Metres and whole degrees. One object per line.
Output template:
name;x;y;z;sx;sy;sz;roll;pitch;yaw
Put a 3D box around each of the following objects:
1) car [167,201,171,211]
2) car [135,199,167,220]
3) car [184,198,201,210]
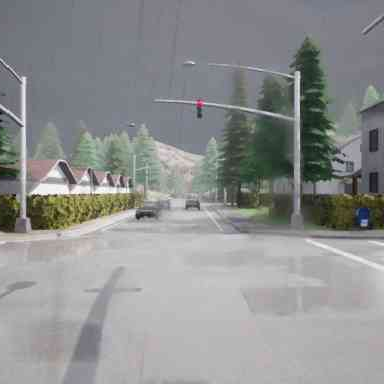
car;-3.578;1.577;39.931;1.994;1.385;4.181;0;0;0
car;-3.599;1.557;28.638;2.033;1.411;5.357;0;0;0
car;0.100;1.519;43.289;1.837;1.490;4.892;0;0;0
